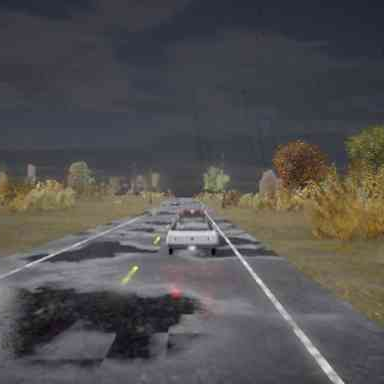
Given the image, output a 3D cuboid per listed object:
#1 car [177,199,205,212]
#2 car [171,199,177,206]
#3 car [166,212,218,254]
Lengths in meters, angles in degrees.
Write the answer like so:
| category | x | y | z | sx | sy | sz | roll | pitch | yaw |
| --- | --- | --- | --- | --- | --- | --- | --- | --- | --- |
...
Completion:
| category | x | y | z | sx | sy | sz | roll | pitch | yaw |
| --- | --- | --- | --- | --- | --- | --- | --- | --- | --- |
| car | 0.020 | 1.634 | 29.084 | 2.097 | 1.767 | 4.553 | 0 | -1 | 0 |
| car | -3.523 | 2.242 | 71.013 | 2.128 | 1.511 | 4.902 | 0 | -1 | 0 |
| car | 0.010 | 1.738 | 14.116 | 1.895 | 1.301 | 4.718 | 0 | -1 | 0 |
